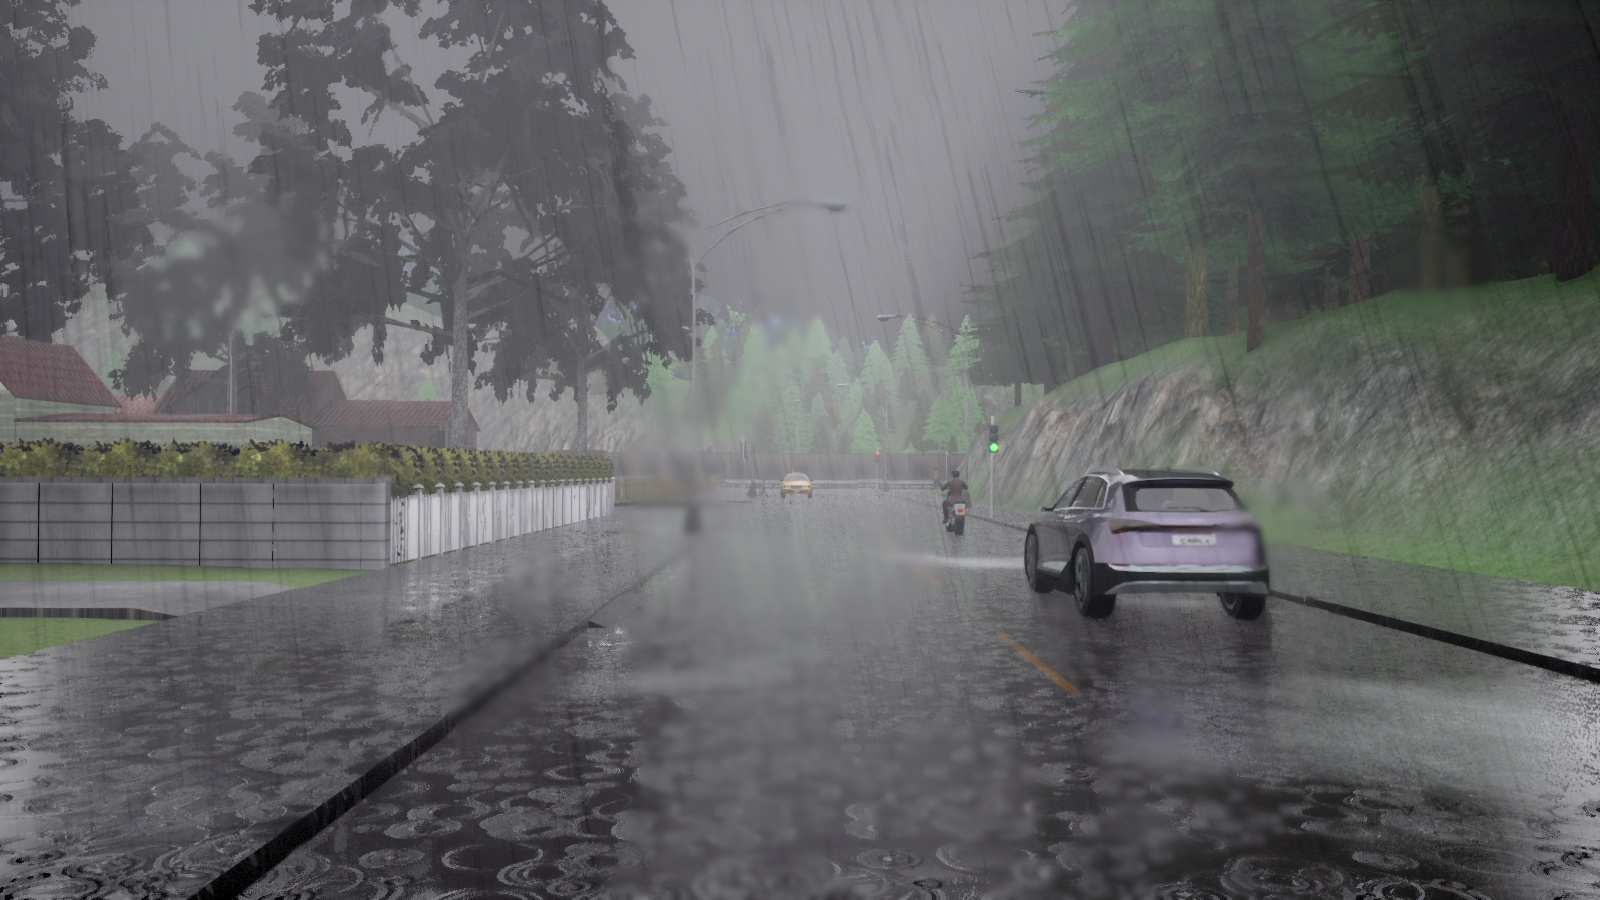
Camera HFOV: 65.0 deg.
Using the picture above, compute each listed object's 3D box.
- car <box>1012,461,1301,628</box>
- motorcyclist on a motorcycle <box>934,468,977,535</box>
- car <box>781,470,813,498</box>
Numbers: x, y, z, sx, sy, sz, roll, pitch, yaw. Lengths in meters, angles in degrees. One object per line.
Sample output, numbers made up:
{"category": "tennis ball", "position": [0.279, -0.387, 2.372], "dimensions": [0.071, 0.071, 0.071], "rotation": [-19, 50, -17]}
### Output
{"category": "car", "position": [3.962, 0.979, 14.933], "dimensions": [2.033, 1.649, 4.856], "rotation": [0, -1, 0]}
{"category": "motorcyclist on a motorcycle", "position": [3.920, 1.283, 31.827], "dimensions": [0.766, 1.649, 2.350], "rotation": [0, -1, 0]}
{"category": "car", "position": [-0.184, 1.989, 73.693], "dimensions": [1.801, 1.575, 5.366], "rotation": [0, -1, 0]}
